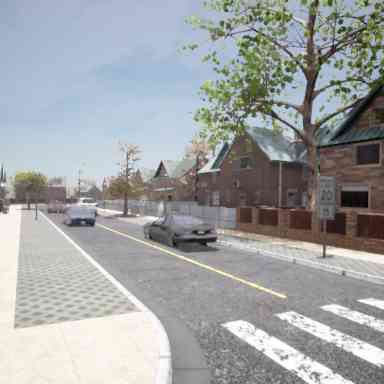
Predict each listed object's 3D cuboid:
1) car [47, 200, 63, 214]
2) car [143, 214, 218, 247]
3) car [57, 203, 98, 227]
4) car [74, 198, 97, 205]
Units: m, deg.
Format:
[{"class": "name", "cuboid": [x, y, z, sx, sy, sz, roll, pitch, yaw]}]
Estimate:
[{"class": "car", "cuboid": [-17.375, 1.883, 42.645, 2.097, 1.767, 4.553, 2, -2, -27]}, {"class": "car", "cuboid": [-0.757, 1.794, 16.350, 2.033, 1.411, 5.357, 2, -1, -27]}, {"class": "car", "cuboid": [-8.763, 1.820, 25.548, 2.033, 1.411, 5.357, 2, -1, -27]}, {"class": "car", "cuboid": [-12.877, 1.736, 40.111, 2.150, 2.045, 5.566, 2, -1, -27]}]
